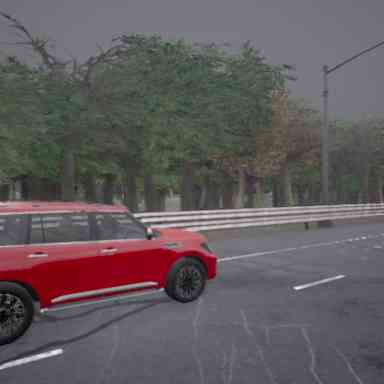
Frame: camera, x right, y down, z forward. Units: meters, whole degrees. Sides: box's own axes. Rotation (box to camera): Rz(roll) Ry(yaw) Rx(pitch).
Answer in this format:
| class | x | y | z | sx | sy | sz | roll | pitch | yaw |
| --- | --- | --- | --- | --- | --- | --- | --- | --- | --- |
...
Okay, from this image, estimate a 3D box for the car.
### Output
| class | x | y | z | sx | sy | sz | roll | pitch | yaw |
| --- | --- | --- | --- | --- | --- | --- | --- | --- | --- |
| car | -2.101 | 1.202 | 6.524 | 5.566 | 2.045 | 2.150 | 0 | 1 | -35 |
